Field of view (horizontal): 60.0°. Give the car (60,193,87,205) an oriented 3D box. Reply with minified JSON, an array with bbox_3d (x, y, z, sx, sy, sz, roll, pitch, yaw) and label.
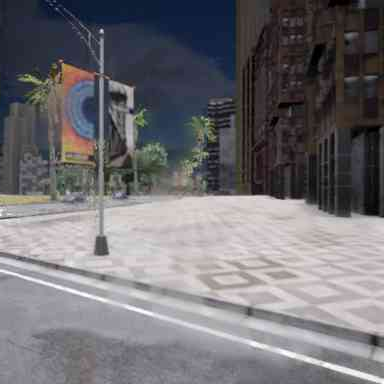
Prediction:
[{"bbox_3d":[-17.575,0.940,49.565,2.097,1.767,4.553,0,1,13],"label":"car"}]

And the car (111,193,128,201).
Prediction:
[{"bbox_3d":[-14.251,0.944,65.698,1.812,1.442,4.674,0,1,11],"label":"car"}]
